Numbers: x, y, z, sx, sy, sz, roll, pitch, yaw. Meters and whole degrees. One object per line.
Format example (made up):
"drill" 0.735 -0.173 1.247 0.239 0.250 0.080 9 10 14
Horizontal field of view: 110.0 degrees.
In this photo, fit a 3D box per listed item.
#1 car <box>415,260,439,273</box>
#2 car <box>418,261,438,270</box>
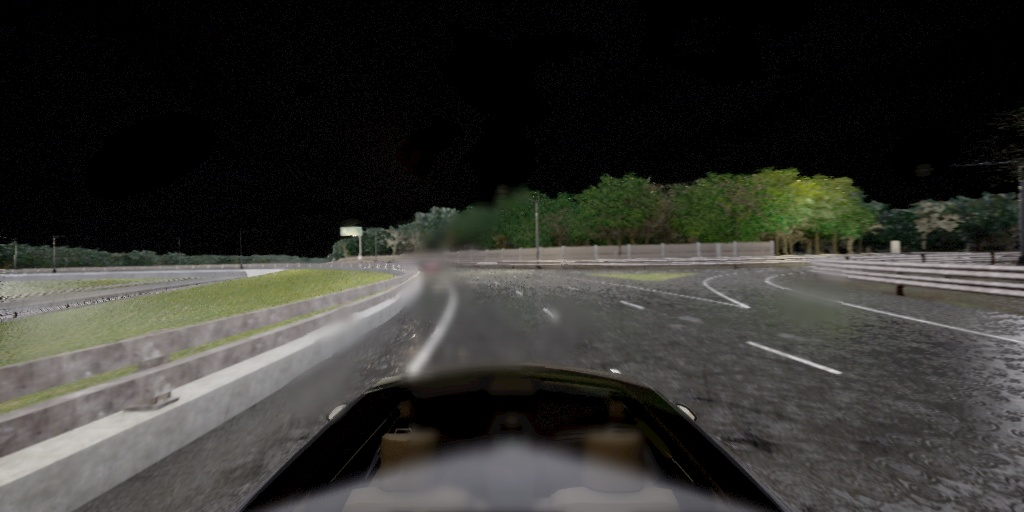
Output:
"car" -11.549 1.577 49.722 1.994 1.385 4.181 -1 0 -28
"car" -14.468 1.642 61.511 1.994 1.385 4.181 -1 0 -34
